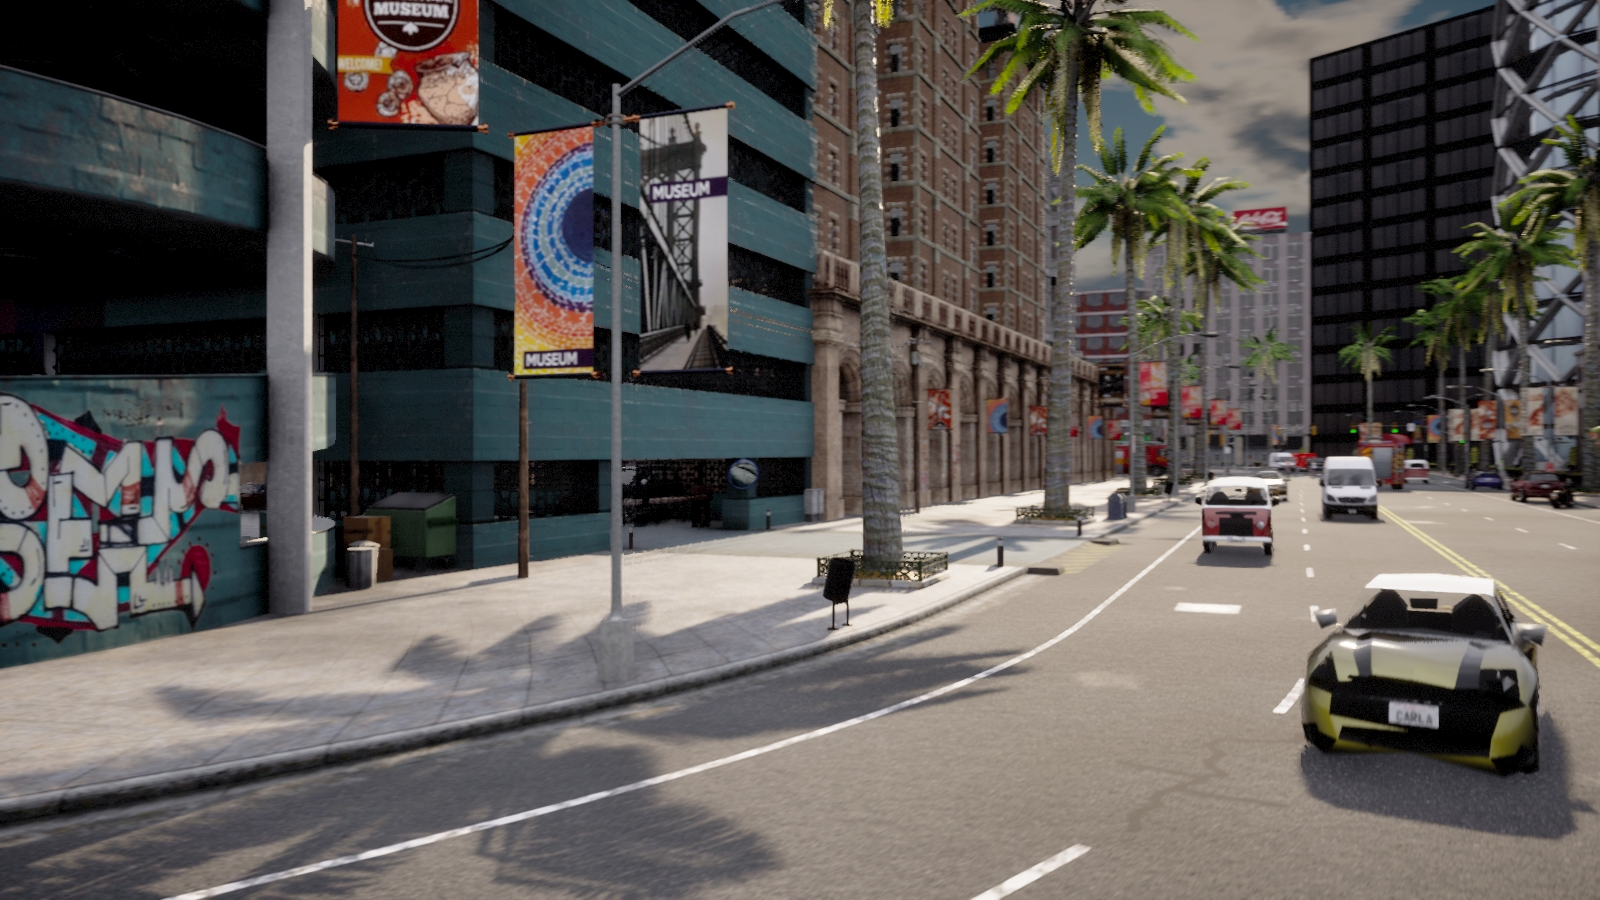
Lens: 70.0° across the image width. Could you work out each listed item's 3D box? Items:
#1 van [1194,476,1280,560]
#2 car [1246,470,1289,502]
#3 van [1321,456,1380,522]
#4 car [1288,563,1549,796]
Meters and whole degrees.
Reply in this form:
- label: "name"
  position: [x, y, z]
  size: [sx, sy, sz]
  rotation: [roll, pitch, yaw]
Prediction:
- label: "van"
  position: [12.225, 1.804, 31.824]
  size: [2.069, 2.038, 4.480]
  rotation: [0, 0, 23]
- label: "car"
  position: [26.640, 2.035, 65.021]
  size: [2.152, 1.651, 5.027]
  rotation: [0, 0, 24]
- label: "van"
  position: [23.090, 1.564, 48.068]
  size: [1.988, 2.561, 5.915]
  rotation: [0, 0, 23]
- label: "car"
  position: [6.263, 2.071, 11.399]
  size: [1.970, 1.475, 3.806]
  rotation: [0, 0, 33]
